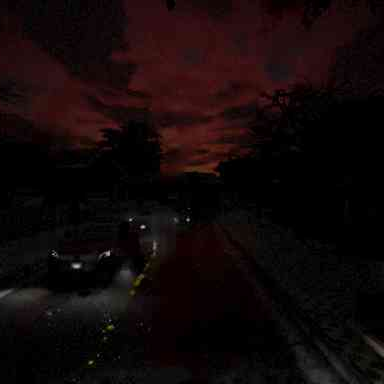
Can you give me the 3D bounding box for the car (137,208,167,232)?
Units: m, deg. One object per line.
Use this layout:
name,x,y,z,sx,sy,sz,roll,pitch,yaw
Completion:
car,-2.744,1.700,21.282,1.895,1.301,4.718,0,0,2

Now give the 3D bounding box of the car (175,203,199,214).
car,-0.520,1.929,39.265,1.895,1.301,4.718,0,-1,14

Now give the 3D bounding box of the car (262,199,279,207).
car,15.647,2.172,65.867,2.097,1.767,4.553,-1,-1,40

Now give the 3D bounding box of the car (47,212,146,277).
car,-2.837,1.575,10.575,1.812,1.442,4.674,0,0,1
